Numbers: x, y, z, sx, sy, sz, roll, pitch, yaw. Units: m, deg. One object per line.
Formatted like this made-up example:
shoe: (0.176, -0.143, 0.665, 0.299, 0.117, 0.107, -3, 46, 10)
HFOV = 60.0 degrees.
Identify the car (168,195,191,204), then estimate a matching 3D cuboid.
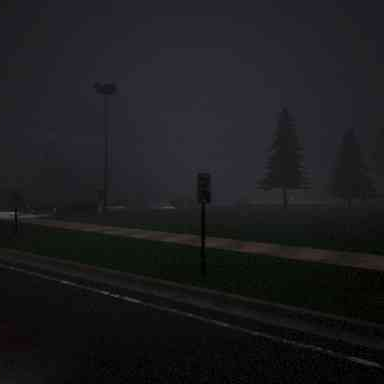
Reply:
car: (-2.510, 1.478, 65.902, 1.882, 1.535, 5.008, 0, 0, 35)

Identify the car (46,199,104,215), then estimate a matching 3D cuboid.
car: (-11.909, 1.491, 34.268, 2.128, 1.511, 4.902, 0, 0, 35)

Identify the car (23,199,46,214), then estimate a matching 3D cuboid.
car: (-15.110, 1.601, 35.799, 1.895, 1.301, 4.718, 0, 0, 35)

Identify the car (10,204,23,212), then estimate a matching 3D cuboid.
car: (-17.889, 1.564, 37.932, 1.994, 1.385, 4.181, 0, 0, 35)

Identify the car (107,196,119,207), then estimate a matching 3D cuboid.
car: (-11.929, 1.500, 52.547, 1.837, 1.490, 4.892, 0, 2, 35)

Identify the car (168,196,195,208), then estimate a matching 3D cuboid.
car: (-1.353, 1.564, 49.347, 1.994, 1.385, 4.181, 0, 0, 35)

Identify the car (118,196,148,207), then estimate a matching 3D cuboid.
car: (-8.683, 1.564, 51.081, 1.994, 1.385, 4.181, 0, 0, 35)

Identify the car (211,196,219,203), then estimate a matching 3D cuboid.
car: (3.963, 1.565, 68.993, 1.994, 1.385, 4.181, 0, 0, 35)

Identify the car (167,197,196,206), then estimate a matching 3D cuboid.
car: (-1.620, 1.547, 55.067, 2.033, 1.411, 5.357, 0, 0, 35)

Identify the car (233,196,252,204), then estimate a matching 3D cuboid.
car: (9.943, 1.578, 65.322, 2.033, 1.411, 5.357, 0, 0, 35)

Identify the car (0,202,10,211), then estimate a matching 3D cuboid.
car: (-20.632, 1.526, 40.116, 1.812, 1.442, 4.674, 0, 0, 35)
